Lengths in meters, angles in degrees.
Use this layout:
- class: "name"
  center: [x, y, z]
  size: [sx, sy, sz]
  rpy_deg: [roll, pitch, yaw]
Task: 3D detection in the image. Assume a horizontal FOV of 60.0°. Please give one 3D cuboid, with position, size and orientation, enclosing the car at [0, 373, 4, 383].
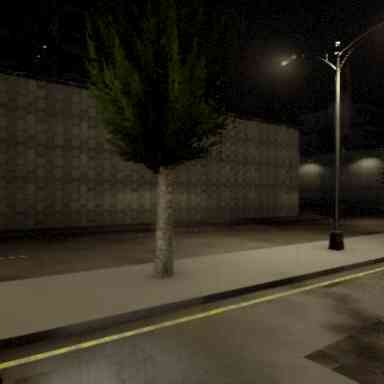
- class: "car"
  center: [-3.394, 1.504, 1.324]
  size: [4.674, 1.442, 1.812]
  rpy_deg: [1, 0, -35]
